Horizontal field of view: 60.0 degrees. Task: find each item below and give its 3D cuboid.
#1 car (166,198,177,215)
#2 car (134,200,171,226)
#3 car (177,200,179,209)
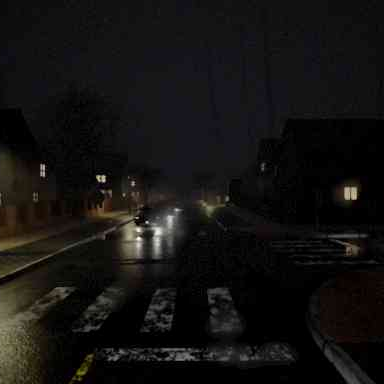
[{"bbox_3d":[-2.866,1.554,34.379,1.812,1.442,4.674,0,0,0],"label":"car"},{"bbox_3d":[-2.861,1.562,23.895,2.033,1.411,5.357,0,0,0],"label":"car"},{"bbox_3d":[-2.862,1.554,47.177,1.882,1.535,5.008,0,0,0],"label":"car"}]
